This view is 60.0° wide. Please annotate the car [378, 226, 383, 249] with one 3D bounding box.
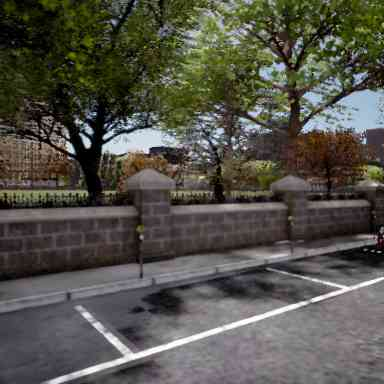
[{"bbox_3d":[9.035,1.440,13.006,4.097,1.590,1.967,0,0,-35],"label":"car"}]
